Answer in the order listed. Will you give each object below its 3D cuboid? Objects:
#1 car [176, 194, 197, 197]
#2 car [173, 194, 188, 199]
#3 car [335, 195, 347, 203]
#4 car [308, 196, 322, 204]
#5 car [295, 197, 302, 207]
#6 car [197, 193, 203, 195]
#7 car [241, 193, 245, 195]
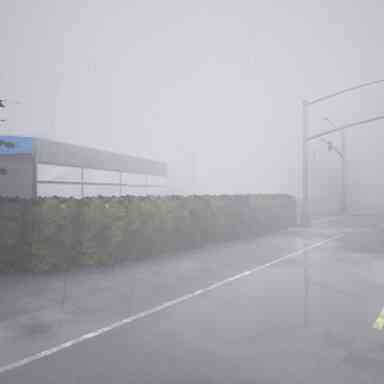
[{"bbox_3d":[-1.695,1.298,66.086,2.007,1.523,4.514,0,0,38],"label":"car"},{"bbox_3d":[-3.021,1.232,89.786,1.970,1.475,3.806,0,0,38],"label":"car"},{"bbox_3d":[29.283,1.374,65.019,1.845,1.501,3.633,0,0,38],"label":"car"},{"bbox_3d":[22.344,1.384,61.045,1.970,1.475,3.806,0,0,38],"label":"car"},{"bbox_3d":[13.149,1.340,44.587,2.007,1.523,4.514,0,0,38],"label":"car"},{"bbox_3d":[2.215,1.154,86.060,2.152,1.636,5.027,0,0,38],"label":"car"},{"bbox_3d":[12.253,1.077,78.127,1.905,1.878,3.866,0,0,38],"label":"car"}]
